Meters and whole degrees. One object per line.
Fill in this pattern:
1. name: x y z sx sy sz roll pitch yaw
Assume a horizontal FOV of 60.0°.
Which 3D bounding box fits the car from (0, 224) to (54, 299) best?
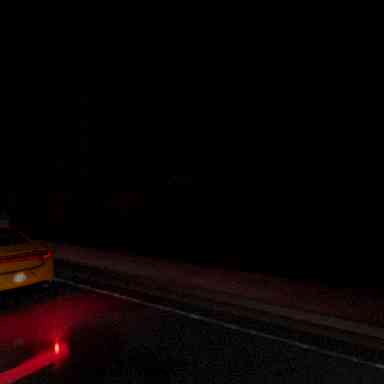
1. car: -5.230 1.456 7.718 5.008 1.535 1.882 0 0 36
